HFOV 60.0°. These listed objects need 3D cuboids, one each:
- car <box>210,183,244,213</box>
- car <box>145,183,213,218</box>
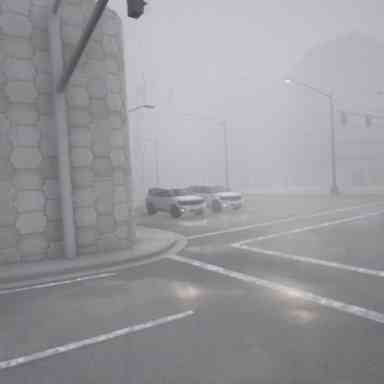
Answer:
[{"bbox_3d":[1.517,0.381,25.732,2.150,2.045,5.566,-5,4,-35],"label":"car"},{"bbox_3d":[-1.326,0.625,23.705,2.150,2.045,5.566,-5,4,-35],"label":"car"}]
